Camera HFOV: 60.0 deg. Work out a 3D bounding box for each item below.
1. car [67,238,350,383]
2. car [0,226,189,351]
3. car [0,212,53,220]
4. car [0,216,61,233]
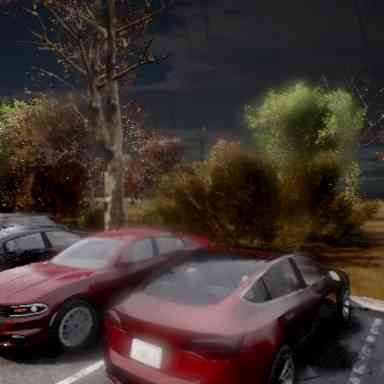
[{"bbox_3d":[0.936,1.529,4.961,2.163,1.488,4.792,-1,0,35],"label":"car"},{"bbox_3d":[-1.478,1.529,6.653,2.097,1.535,5.008,-1,0,35],"label":"car"},{"bbox_3d":[-6.061,1.459,9.954,2.185,1.767,4.553,-1,0,36],"label":"car"},{"bbox_3d":[-3.783,1.556,8.285,2.097,1.535,5.008,-1,0,35],"label":"car"}]
